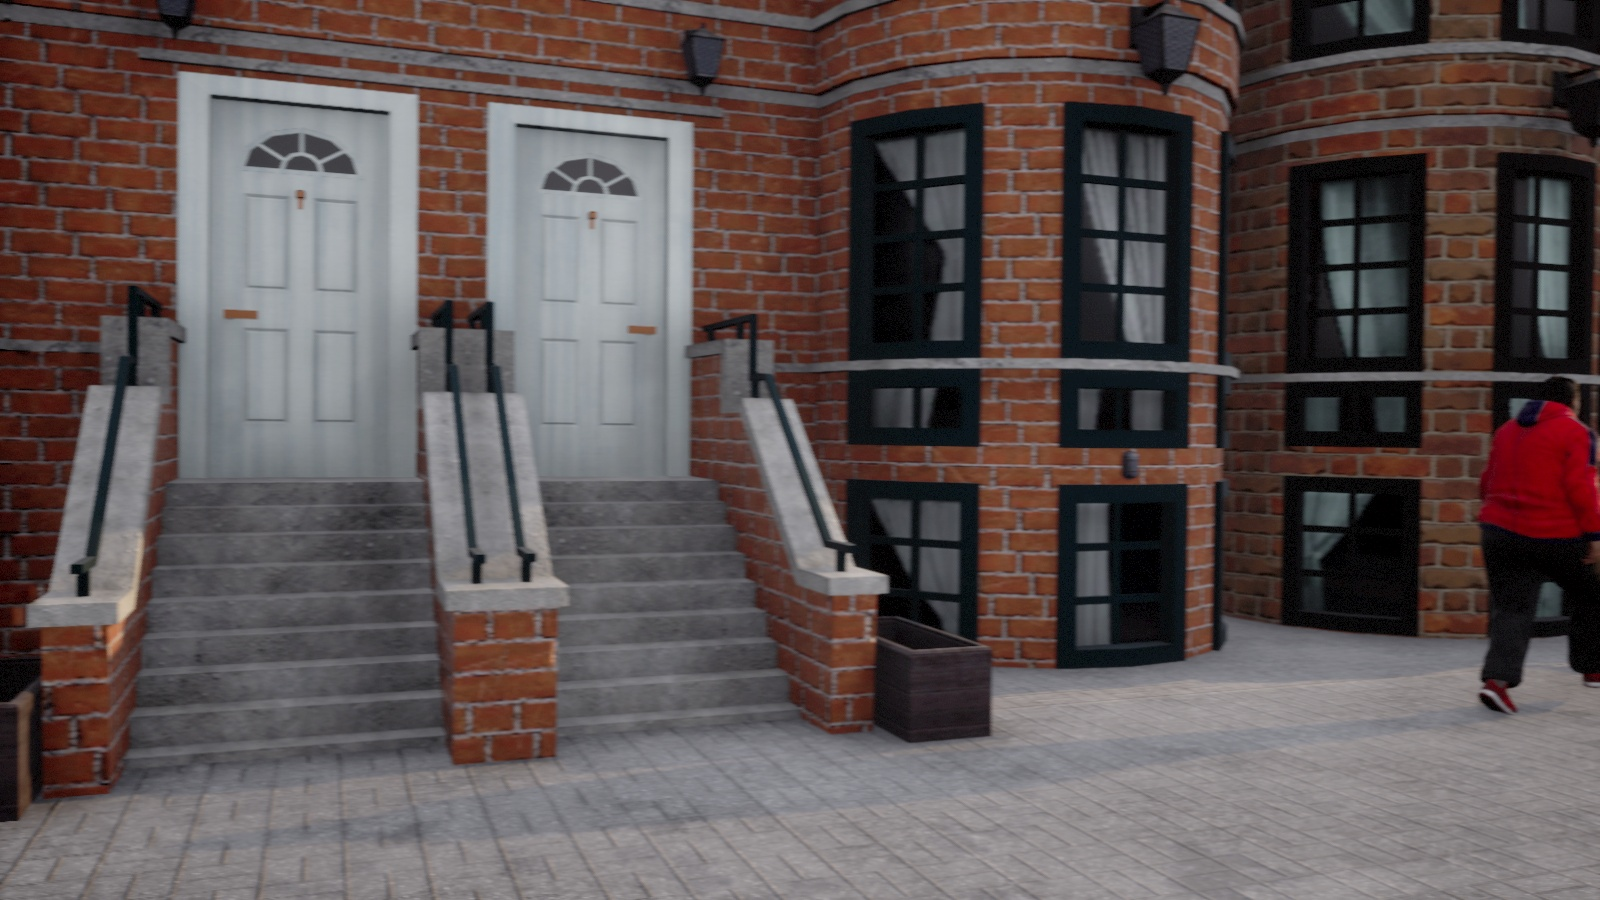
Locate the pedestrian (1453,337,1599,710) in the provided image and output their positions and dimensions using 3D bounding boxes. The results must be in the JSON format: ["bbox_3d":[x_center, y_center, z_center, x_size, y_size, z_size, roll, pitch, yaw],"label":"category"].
[{"bbox_3d":[4.069,0.355,6.691,0.899,1.844,0.634,-1,1,-26],"label":"pedestrian"}]
